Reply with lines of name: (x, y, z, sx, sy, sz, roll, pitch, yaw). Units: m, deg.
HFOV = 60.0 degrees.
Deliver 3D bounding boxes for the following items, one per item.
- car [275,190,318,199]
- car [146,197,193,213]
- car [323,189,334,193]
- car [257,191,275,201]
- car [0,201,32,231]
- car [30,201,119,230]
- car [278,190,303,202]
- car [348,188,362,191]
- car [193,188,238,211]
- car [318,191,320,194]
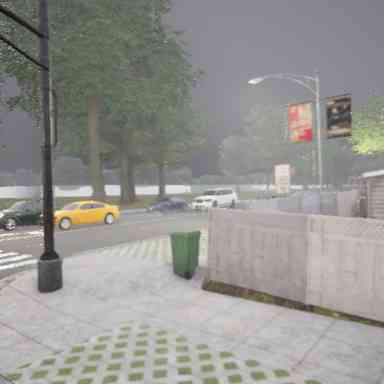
car: (9.785, 0.686, 30.996, 1.812, 1.442, 4.674, -2, 0, 38)
car: (-2.283, 1.176, 31.617, 1.812, 1.442, 4.674, -2, 0, 38)
car: (20.309, 0.315, 50.141, 2.033, 1.411, 5.357, -2, 0, 38)
car: (11.273, 0.617, 49.068, 1.837, 1.490, 4.892, -2, -1, 38)
car: (-10.454, 1.361, 21.018, 2.097, 1.767, 4.553, -2, 0, 38)
car: (-6.813, 1.339, 20.412, 1.882, 1.535, 5.008, -2, 0, 38)
car: (14.082, 0.527, 47.385, 1.812, 1.442, 4.674, -2, 0, 38)
car: (25.184, 0.064, 50.994, 1.882, 1.535, 5.008, -2, -1, 37)
car: (2.316, 0.674, 32.280, 2.150, 2.045, 5.566, -2, 1, 38)
car: (14.001, 0.470, 41.871, 1.882, 1.535, 5.008, -2, 0, 38)
